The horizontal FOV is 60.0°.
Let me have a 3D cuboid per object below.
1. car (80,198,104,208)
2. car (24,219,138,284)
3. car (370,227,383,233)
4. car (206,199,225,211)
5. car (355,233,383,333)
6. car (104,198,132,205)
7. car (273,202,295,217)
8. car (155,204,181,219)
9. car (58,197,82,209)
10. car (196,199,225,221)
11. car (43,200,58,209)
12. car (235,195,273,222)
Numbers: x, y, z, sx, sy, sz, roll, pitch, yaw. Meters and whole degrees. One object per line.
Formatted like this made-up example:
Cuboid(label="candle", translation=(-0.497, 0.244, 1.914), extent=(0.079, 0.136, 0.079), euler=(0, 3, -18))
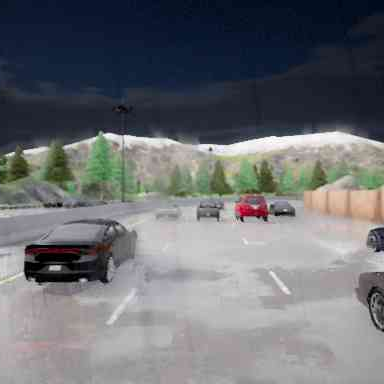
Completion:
Cuboid(label="car", translation=(-14.017, 1.792, 48.734), extent=(1.994, 1.385, 4.181), euler=(0, 0, 12))
Cuboid(label="car", translation=(-2.913, 1.524, 9.809), extent=(1.882, 1.535, 5.008), euler=(0, 0, 2))
Cuboid(label="car", translation=(7.650, 1.557, 11.083), extent=(1.994, 1.385, 4.181), euler=(0, 0, 2))
Cuboid(label="car", translation=(3.211, 1.682, 44.536), extent=(1.994, 1.385, 4.181), euler=(0, 0, 11))
Cuboid(label="car", translation=(3.835, 1.538, 3.676), extent=(2.033, 1.411, 5.357), euler=(0, 0, 2))
Cuboid(label="car", translation=(-10.405, 1.701, 48.910), extent=(2.128, 1.511, 4.902), euler=(0, 0, 13))
Cuboid(label="car", translation=(8.579, 1.616, 32.079), extent=(1.994, 1.385, 4.181), euler=(0, 0, 4))
Cuboid(label="car", translation=(-2.059, 1.704, 29.801), extent=(1.895, 1.301, 4.718), euler=(0, 0, 3))
Cuboid(label="car", translation=(-17.373, 1.600, 49.764), extent=(2.097, 1.767, 4.553), euler=(0, 0, 13))
Cuboid(label="car", translation=(1.384, 1.572, 28.432), extent=(2.128, 1.511, 4.902), euler=(0, 0, 3))
Cuboid(label="car", translation=(-20.685, 1.872, 51.029), extent=(1.895, 1.301, 4.718), euler=(0, 0, 13))
Cuboid(label="car", translation=(4.842, 1.281, 27.456), extent=(2.150, 2.045, 5.566), euler=(0, 0, 2))
